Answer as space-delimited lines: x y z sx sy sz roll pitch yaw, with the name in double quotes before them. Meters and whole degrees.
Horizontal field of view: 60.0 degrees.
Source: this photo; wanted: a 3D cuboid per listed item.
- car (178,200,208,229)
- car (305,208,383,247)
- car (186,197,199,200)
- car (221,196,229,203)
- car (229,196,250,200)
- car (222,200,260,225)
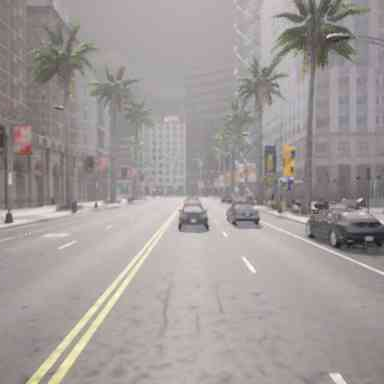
"car" 0.088 1.502 21.526 1.812 1.442 4.674 0 0 0
"car" 6.578 1.463 14.771 2.231 1.521 4.892 0 0 0
"car" 0.075 1.309 38.303 2.097 1.767 4.553 0 0 0
"car" 6.866 1.439 66.076 2.161 1.482 4.786 0 0 0
"car" 6.571 1.304 44.146 2.185 1.767 4.553 0 0 0
"car" 3.585 1.520 23.989 2.033 1.411 5.357 0 0 0
